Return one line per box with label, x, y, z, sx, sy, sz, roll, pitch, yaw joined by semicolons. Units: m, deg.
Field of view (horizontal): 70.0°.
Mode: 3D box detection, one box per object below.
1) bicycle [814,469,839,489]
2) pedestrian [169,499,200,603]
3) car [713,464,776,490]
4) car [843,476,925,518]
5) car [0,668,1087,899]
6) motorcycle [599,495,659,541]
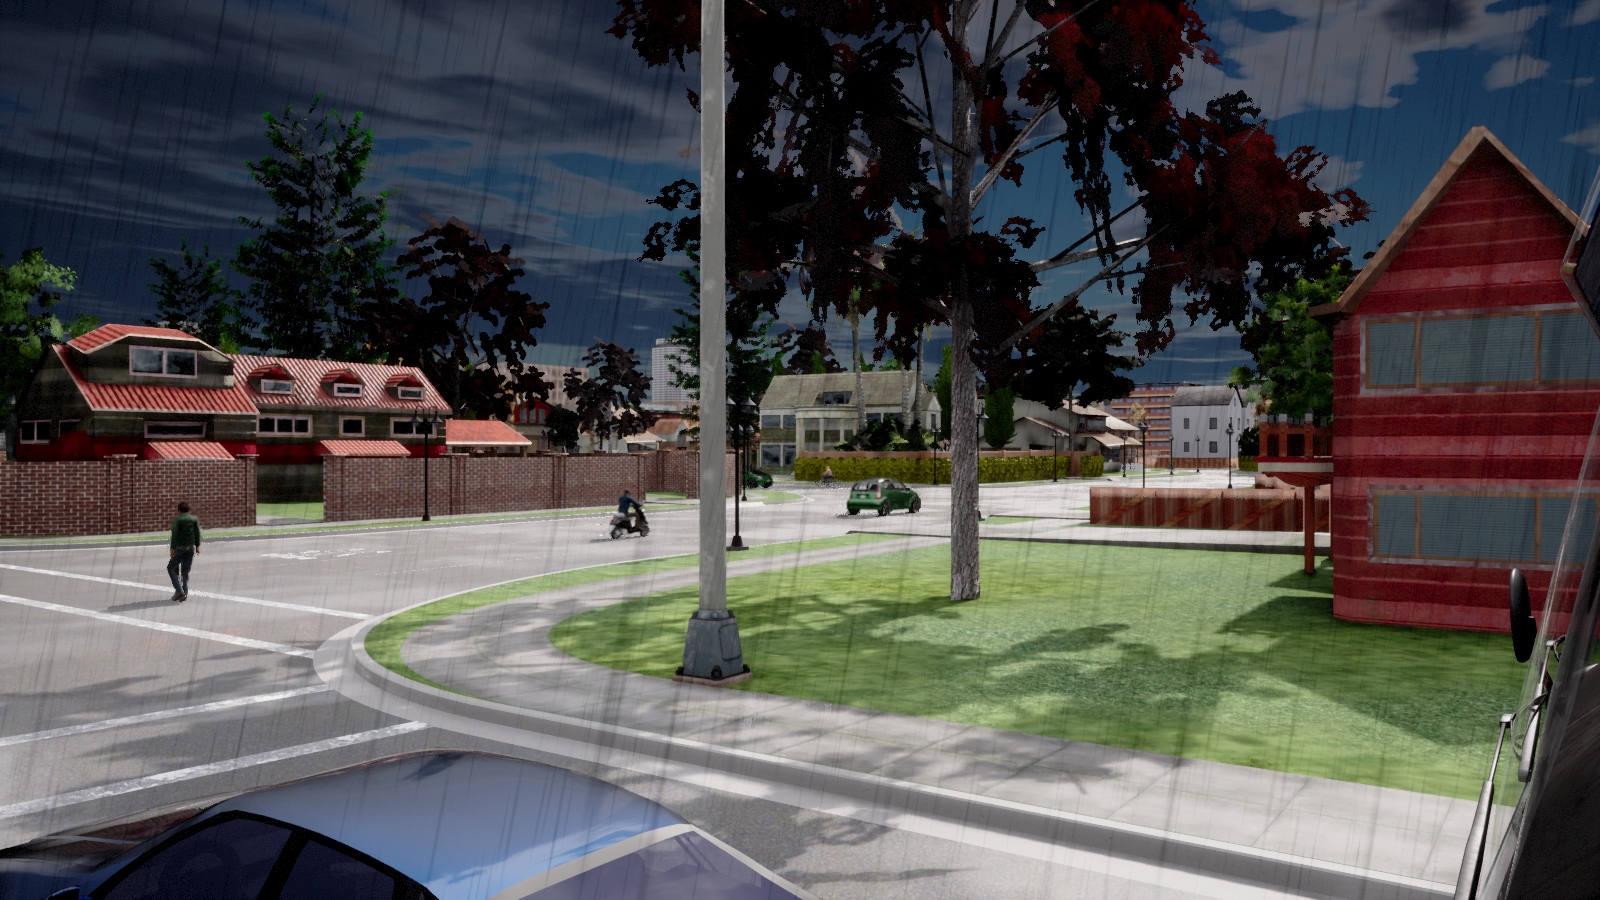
bicycle;1.833;2.007;78.891;1.487;1.301;0.859;0;0;33
pedestrian;-11.282;1.848;20.953;0.375;1.860;0.375;0;0;36
car;-3.789;1.834;78.399;3.988;1.617;1.851;0;0;34
car;3.683;1.999;49.603;1.851;1.617;3.988;0;0;33
car;-1.713;2.106;4.943;5.357;1.411;2.033;0;0;36
motorcycle;-5.377;2.129;35.972;0.856;1.341;1.805;0;0;34
